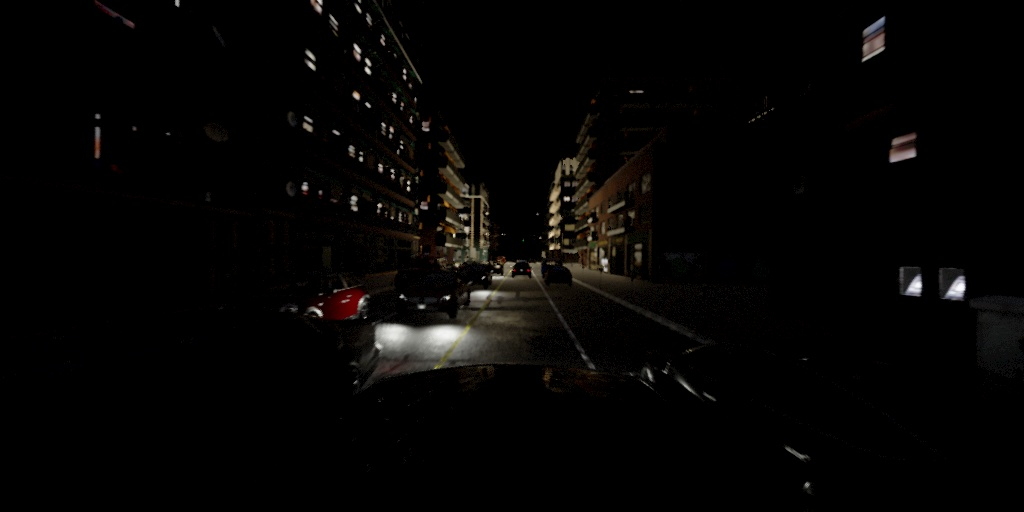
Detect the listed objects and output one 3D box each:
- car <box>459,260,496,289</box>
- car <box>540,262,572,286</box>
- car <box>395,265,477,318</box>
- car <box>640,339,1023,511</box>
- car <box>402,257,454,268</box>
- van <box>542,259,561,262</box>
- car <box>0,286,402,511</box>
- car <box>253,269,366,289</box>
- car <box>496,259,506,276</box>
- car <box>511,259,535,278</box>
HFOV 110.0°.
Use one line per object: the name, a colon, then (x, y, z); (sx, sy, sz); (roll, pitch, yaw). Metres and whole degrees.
car: (-2.295, 1.216, 23.028); (1.812, 1.442, 4.674); (1, 0, 2)
car: (3.171, 1.332, 25.413); (1.888, 1.381, 4.507); (0, 0, 2)
car: (-2.597, 1.219, 12.892); (1.812, 1.442, 4.674); (1, 0, 2)
car: (2.536, 1.360, 3.071); (1.948, 1.339, 4.313); (0, 0, 2)
car: (-4.864, 0.961, 20.052); (2.192, 1.841, 5.009); (0, 0, 2)
van: (3.330, 1.125, 30.999); (1.690, 1.789, 3.998); (0, 0, 2)
car: (-2.872, 1.244, 2.999); (2.033, 1.411, 5.357); (1, 0, 2)
car: (-5.181, 1.090, 8.881); (1.967, 1.591, 4.097); (0, 0, 2)
car: (-1.819, 1.297, 36.489); (1.994, 1.385, 4.181); (1, 0, 2)
car: (0.902, 1.286, 33.440); (2.033, 1.411, 5.357); (1, 0, 2)
